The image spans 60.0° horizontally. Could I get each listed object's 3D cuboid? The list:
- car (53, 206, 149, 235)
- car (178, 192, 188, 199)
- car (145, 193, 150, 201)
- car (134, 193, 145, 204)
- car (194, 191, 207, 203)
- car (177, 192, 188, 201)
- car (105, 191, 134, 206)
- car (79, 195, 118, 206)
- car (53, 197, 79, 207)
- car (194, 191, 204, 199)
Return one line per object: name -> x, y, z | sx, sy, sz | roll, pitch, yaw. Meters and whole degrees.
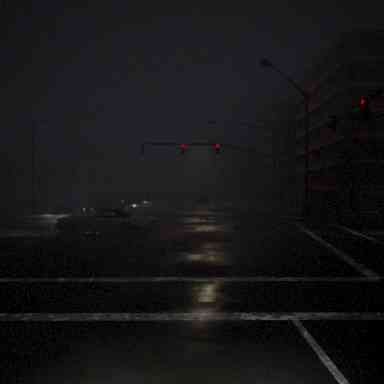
car -> -4.806, 1.569, 18.023 | 4.718, 1.301, 1.895 | 0, 0, 0
car -> -1.924, 0.741, 75.859 | 2.033, 1.411, 5.357 | 0, 1, 1
car -> -9.117, 0.948, 63.548 | 2.033, 1.411, 5.357 | 0, 1, 1
car -> -9.299, 1.132, 53.013 | 2.033, 1.411, 5.357 | 0, 1, 1
car -> 1.414, 1.050, 54.426 | 2.128, 1.511, 4.902 | 0, 1, 1
car -> -1.958, 0.917, 65.208 | 2.033, 1.411, 5.357 | 0, 1, 1
car -> -9.418, 1.106, 43.368 | 2.097, 1.767, 4.553 | 0, 1, 1
car -> -9.532, 1.369, 34.327 | 2.128, 1.511, 4.902 | 0, 1, 1
car -> -13.020, 1.346, 35.392 | 1.882, 1.535, 5.008 | 0, 1, 1
car -> 1.576, 0.556, 75.869 | 2.097, 1.767, 4.553 | 0, 1, 1
